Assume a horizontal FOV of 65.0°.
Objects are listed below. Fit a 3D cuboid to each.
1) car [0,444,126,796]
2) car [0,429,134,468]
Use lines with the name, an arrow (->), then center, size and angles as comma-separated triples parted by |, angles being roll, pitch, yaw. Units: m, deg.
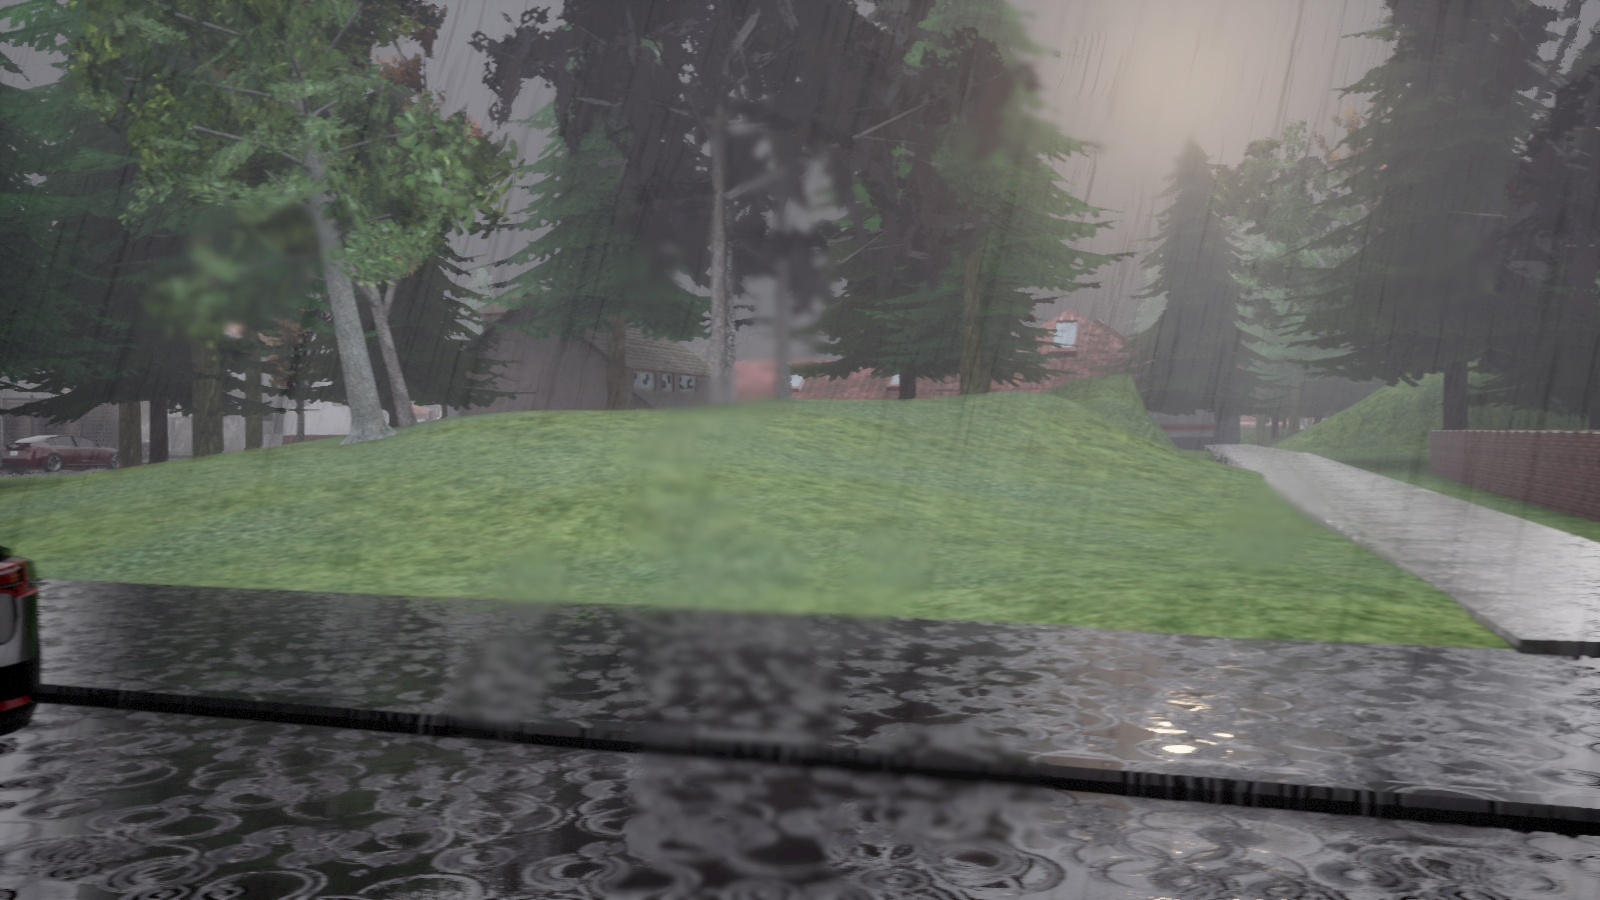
car -> -5.807, 0.714, 5.675 | 4.792, 1.488, 2.163 | 1, 1, 19
car -> -29.624, -0.095, 50.593 | 2.163, 1.488, 4.792 | 1, 1, 18
